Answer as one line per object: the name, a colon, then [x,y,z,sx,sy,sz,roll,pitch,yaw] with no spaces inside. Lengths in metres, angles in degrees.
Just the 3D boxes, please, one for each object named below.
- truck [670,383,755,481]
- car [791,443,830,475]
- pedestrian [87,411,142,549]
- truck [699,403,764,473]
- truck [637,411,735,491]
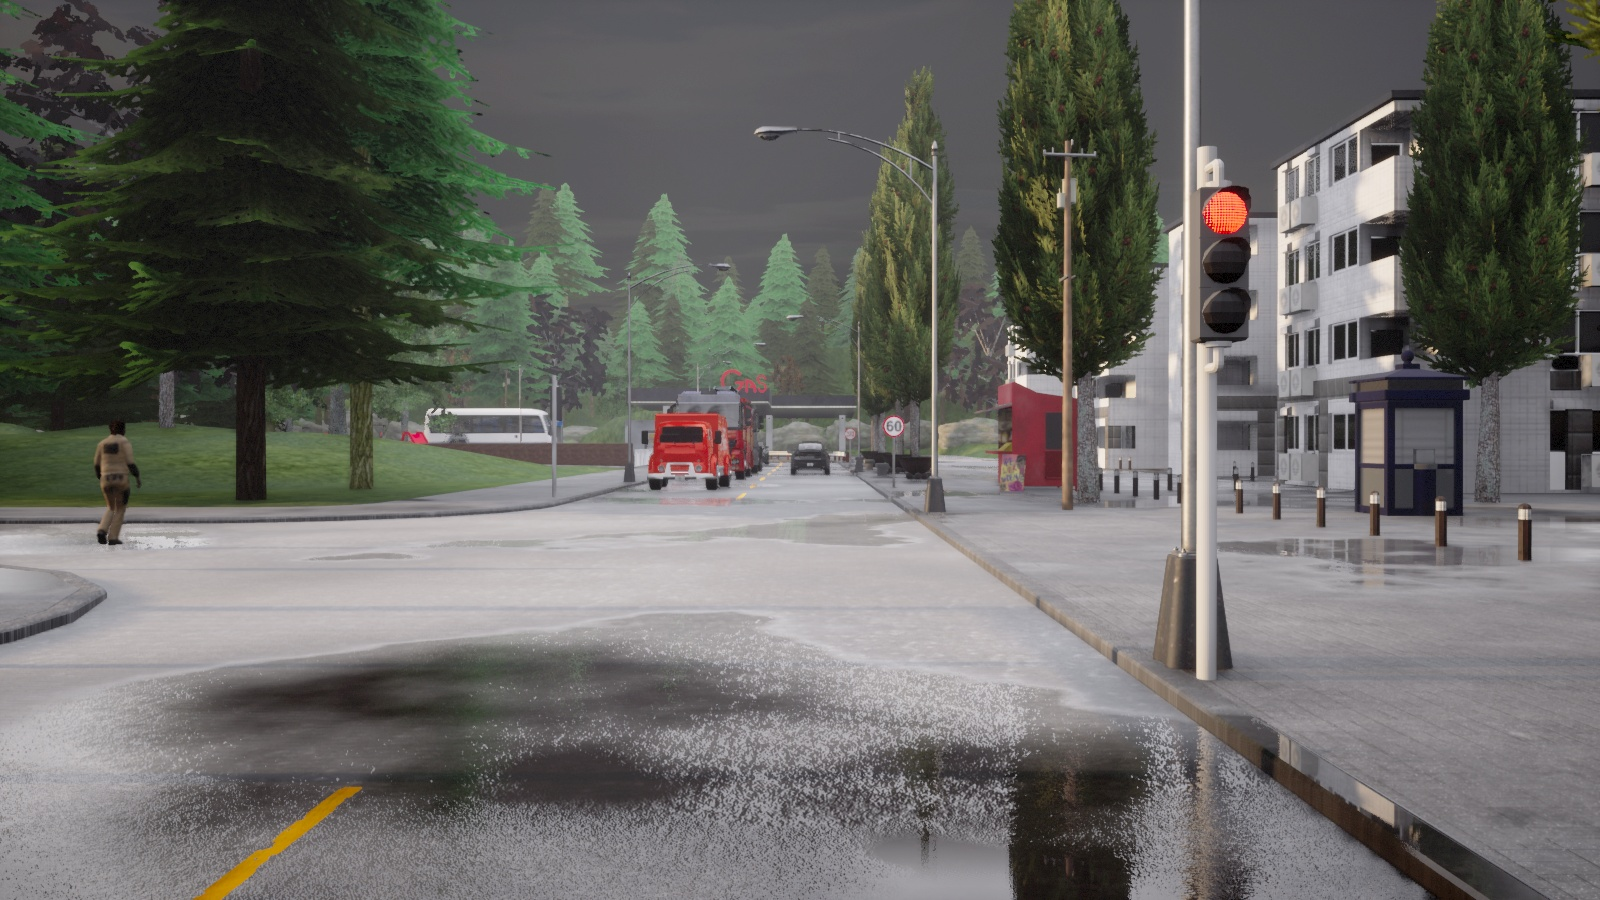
truck: [-3.575,-0.721,53.228,2.891,3.827,8.468,0,0,1]
car: [0.499,0.407,61.097,1.837,1.490,4.892,0,0,1]
pedestrian: [-9.771,0.411,17.909,0.396,1.930,0.692,0,0,0]
truck: [-3.462,-0.607,65.461,2.891,3.462,7.936,0,0,0]
truck: [-3.652,0.024,41.332,2.627,2.467,5.204,0,0,1]
